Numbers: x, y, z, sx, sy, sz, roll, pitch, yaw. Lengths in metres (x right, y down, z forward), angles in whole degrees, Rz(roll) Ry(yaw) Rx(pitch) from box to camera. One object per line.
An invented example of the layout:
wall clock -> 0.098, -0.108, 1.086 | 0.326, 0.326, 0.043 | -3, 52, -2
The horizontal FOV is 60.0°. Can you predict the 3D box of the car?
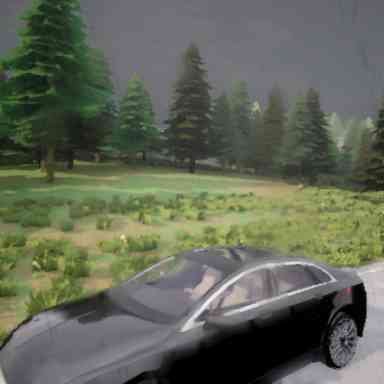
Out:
car -> 0.301, 1.513, 4.208 | 4.902, 1.511, 2.128 | 1, 0, -35
